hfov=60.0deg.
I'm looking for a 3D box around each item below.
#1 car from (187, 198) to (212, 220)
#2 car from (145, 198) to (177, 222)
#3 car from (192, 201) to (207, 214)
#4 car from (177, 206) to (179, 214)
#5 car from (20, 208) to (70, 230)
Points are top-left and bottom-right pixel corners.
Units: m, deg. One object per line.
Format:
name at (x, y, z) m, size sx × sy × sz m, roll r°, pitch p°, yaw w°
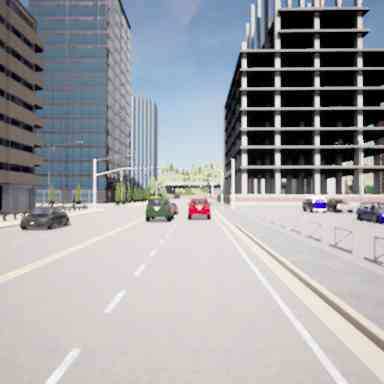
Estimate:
car at (0.721, 1.585, 32.540) m, size 2.150 × 2.045 × 5.566 m, roll 0°, pitch -1°, yaw 1°
car at (-2.830, 1.553, 30.012) m, size 2.150 × 2.045 × 5.566 m, roll 0°, pitch -1°, yaw 1°
car at (0.917, 1.978, 42.391) m, size 1.837 × 1.490 × 4.892 m, roll 0°, pitch -1°, yaw 1°
car at (-2.628, 1.992, 40.170) m, size 2.033 × 1.411 × 5.357 m, roll 0°, pitch -1°, yaw 1°
car at (-10.070, 1.808, 23.037) m, size 1.994 × 1.385 × 4.181 m, roll 0°, pitch -1°, yaw 1°
